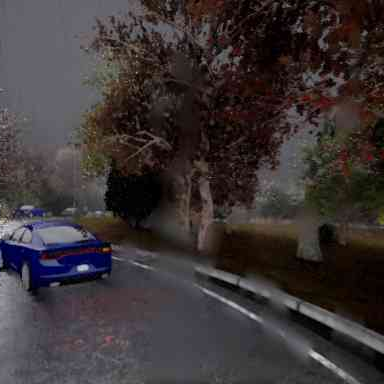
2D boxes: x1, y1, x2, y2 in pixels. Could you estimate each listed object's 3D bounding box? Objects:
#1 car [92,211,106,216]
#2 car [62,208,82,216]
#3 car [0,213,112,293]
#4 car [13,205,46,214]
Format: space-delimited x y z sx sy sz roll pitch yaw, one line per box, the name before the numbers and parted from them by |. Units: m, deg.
car | -18.400 4.535 65.944 1.812 1.442 4.674 0 -5 1
car | -18.689 3.245 52.029 1.837 1.490 4.892 0 -6 1
car | -4.057 1.579 9.408 1.882 1.535 5.008 0 -1 -40
car | -18.913 2.274 38.911 1.882 1.535 5.008 0 -3 1
